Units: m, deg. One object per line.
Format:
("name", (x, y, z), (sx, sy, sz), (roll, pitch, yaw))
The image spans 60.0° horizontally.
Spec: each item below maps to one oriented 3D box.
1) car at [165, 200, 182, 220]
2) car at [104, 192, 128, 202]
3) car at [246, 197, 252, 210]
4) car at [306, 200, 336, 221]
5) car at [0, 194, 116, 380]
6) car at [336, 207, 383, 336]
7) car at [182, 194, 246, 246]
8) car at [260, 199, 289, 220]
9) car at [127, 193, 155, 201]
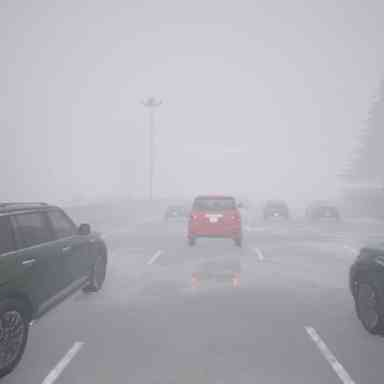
("car", (-0.756, 1.316, 25.455), (1.812, 1.442, 4.674), (0, 0, 11))
("car", (-9.890, 0.951, 46.684), (2.097, 1.767, 4.553), (0, 1, 18))
("car", (5.586, 1.257, 37.082), (2.033, 1.411, 5.357), (0, 0, 16))
("car", (9.911, 1.339, 25.333), (1.812, 1.442, 4.674), (0, 0, 11))
("car", (-3.170, 1.169, 5.555), (2.150, 2.045, 5.566), (0, 0, 3))
("car", (3.748, 1.202, 3.412), (2.150, 2.045, 5.566), (0, 1, 1))
("car", (1.115, 1.101, 14.928), (2.150, 2.045, 5.566), (0, 0, 7))
("car", (6.460, 1.307, 25.932), (1.837, 1.490, 4.892), (0, 1, 11))
("car", (-6.599, 1.141, 45.573), (1.812, 1.442, 4.674), (0, 0, 18))
